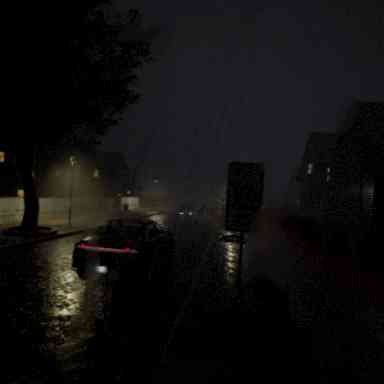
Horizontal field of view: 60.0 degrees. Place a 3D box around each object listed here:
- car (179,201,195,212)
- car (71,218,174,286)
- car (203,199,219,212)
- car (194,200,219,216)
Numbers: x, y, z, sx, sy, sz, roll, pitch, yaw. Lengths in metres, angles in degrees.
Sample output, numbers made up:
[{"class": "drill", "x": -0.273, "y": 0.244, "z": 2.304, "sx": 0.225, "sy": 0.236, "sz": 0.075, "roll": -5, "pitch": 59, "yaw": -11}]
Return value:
[{"class": "car", "x": -0.435, "y": 1.926, "z": 45.004, "sx": 1.994, "sy": 1.385, "sz": 4.181, "roll": 4, "pitch": 0, "yaw": 7}, {"class": "car", "x": -1.713, "y": 1.520, "z": 9.717, "sx": 2.128, "sy": 1.511, "sz": 4.902, "roll": 4, "pitch": 0, "yaw": 7}, {"class": "car", "x": 2.949, "y": 1.988, "z": 50.245, "sx": 2.097, "sy": 1.767, "sz": 4.553, "roll": 4, "pitch": 0, "yaw": 7}, {"class": "car", "x": 1.788, "y": 1.995, "z": 39.814, "sx": 1.812, "sy": 1.442, "sz": 4.674, "roll": 4, "pitch": 0, "yaw": 8}]
